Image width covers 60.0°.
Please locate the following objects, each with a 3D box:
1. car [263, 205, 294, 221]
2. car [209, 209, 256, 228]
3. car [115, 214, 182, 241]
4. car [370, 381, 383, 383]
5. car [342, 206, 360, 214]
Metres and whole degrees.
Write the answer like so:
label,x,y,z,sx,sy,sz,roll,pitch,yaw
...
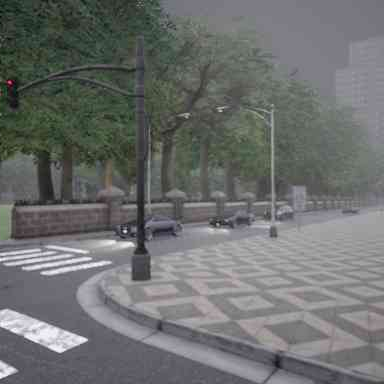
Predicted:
label,x,y,z,sx,sy,sz,roll,pitch,yaw
car,9.402,2.179,35.980,2.097,1.767,4.553,-1,-2,36
car,3.493,2.160,27.662,2.033,1.411,5.357,0,-1,35
car,-2.421,1.966,19.315,1.994,1.385,4.181,0,-1,35
car,2.696,1.541,1.036,4.403,1.369,2.008,0,0,36
car,25.518,2.906,53.231,1.895,1.301,4.718,-1,-2,36
